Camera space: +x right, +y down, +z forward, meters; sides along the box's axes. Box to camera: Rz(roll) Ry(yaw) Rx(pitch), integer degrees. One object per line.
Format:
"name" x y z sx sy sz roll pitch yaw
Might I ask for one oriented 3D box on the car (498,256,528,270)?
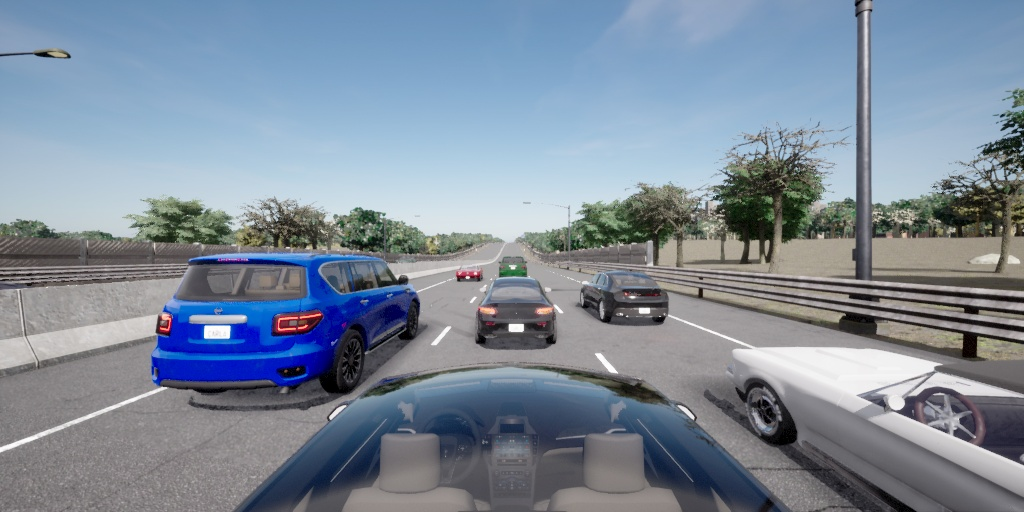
"car" 0.075 0.988 28.792 2.150 2.045 5.566 0 0 0

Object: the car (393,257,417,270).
"car" -17.567 1.174 59.099 2.150 2.045 5.566 0 -1 0

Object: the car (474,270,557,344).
"car" 0.092 1.271 9.485 1.812 1.442 4.674 0 0 0

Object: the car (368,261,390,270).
"car" -21.089 1.457 57.020 1.812 1.442 4.674 0 -1 0

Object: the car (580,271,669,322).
"car" 3.594 1.249 12.199 1.837 1.490 4.892 0 0 0

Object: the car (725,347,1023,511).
"car" 3.597 1.350 2.337 1.895 1.301 4.718 0 0 0

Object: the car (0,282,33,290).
"car" -14.107 1.309 8.824 1.994 1.385 4.181 0 0 0

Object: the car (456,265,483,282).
"car" -3.423 1.370 29.680 1.895 1.301 4.718 0 0 -1

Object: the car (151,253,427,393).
"car" -3.405 0.969 6.821 2.150 2.045 5.566 0 0 0
